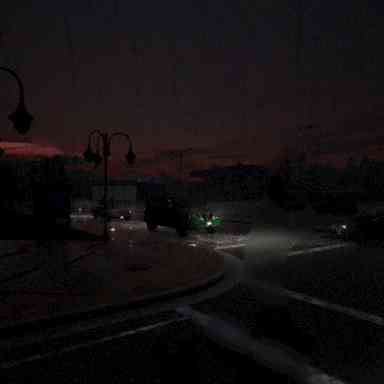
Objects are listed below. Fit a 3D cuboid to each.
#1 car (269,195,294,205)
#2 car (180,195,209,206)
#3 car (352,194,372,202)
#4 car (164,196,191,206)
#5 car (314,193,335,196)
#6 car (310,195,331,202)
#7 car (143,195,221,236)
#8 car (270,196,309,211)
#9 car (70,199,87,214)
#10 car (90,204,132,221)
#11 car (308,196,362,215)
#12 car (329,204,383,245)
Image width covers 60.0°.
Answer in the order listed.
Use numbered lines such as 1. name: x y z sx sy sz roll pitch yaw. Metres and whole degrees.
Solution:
1. car: 14.402 1.323 53.791 1.845 1.501 3.633 0 0 -36
2. car: 0.301 1.337 53.165 2.152 1.636 5.027 0 0 -36
3. car: 33.121 1.094 66.206 1.932 1.855 4.605 0 0 -36
4. car: -2.223 1.347 51.301 2.007 1.523 4.514 0 0 -36
5. car: 22.564 1.298 59.556 2.007 1.523 4.514 0 0 -36
6. car: 28.168 1.358 73.089 1.970 1.475 3.806 0 0 -36
7. car: -0.751 1.234 19.025 2.150 2.045 5.566 0 0 -36
8. car: 11.015 1.391 37.879 1.970 1.475 3.806 0 0 -36
9. car: -12.722 1.504 35.515 2.128 1.511 4.902 0 0 -36
10. car: -6.640 1.613 27.120 1.895 1.301 4.718 0 0 -36
11. car: 12.895 1.381 30.107 1.845 1.501 3.633 0 0 -36
12. car: 8.837 1.501 14.571 4.902 1.511 2.128 0 1 18
